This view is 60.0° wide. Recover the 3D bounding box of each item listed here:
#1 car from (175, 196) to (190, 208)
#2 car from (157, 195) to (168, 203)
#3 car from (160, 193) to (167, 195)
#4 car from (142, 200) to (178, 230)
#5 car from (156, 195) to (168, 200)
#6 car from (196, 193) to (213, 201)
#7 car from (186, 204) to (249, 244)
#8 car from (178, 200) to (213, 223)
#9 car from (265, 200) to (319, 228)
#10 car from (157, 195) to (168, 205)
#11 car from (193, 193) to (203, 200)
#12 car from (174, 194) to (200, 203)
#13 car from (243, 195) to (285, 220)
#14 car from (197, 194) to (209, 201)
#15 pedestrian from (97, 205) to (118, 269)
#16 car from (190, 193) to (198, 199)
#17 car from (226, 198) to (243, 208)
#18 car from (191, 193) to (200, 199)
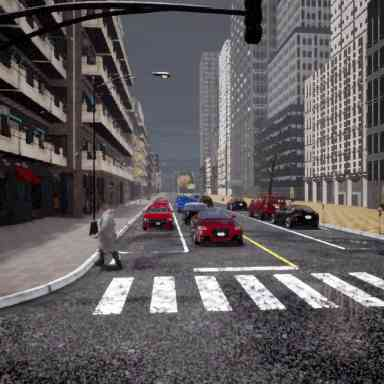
[{"bbox_3d":[-1.365,1.256,44.612,1.837,1.490,4.892,0,0,-4],"label":"car"},{"bbox_3d":[-5.143,1.251,58.543,1.947,1.339,4.313,0,0,-5],"label":"car"},{"bbox_3d":[-4.234,1.267,47.364,1.752,1.417,4.829,0,0,-5],"label":"car"},{"bbox_3d":[-2.010,1.433,20.011,1.887,1.381,4.507,0,0,-5],"label":"car"},{"bbox_3d":[-3.353,1.343,36.524,1.887,1.381,4.507,0,0,-5],"label":"car"},{"bbox_3d":[1.728,1.250,44.787,1.837,1.490,4.892,0,0,-4],"label":"car"},{"bbox_3d":[0.980,1.476,15.108,1.994,1.385,4.181,0,0,-5],"label":"car"},{"bbox_3d":[0.271,1.463,23.859,1.895,1.301,4.718,0,0,-5],"label":"car"},{"bbox_3d":[6.342,1.436,20.689,1.947,1.339,4.313,0,0,-5],"label":"car"},{"bbox_3d":[-4.682,1.239,52.870,1.752,1.417,4.829,0,0,-5],"label":"car"},{"bbox_3d":[1.421,1.008,81.239,1.967,1.590,4.097,0,0,-5],"label":"car"},{"bbox_3d":[-0.563,1.284,34.229,1.882,1.535,5.008,0,0,-4],"label":"car"},{"bbox_3d":[5.896,1.154,26.193,2.192,1.841,5.009,0,0,-5],"label":"car"},{"bbox_3d":[2.315,1.181,70.231,1.947,1.339,4.313,0,0,-5],"label":"car"},{"bbox_3d":[-2.415,1.245,9.520,0.375,1.860,0.375,0,0,-5],"label":"pedestrian"},{"bbox_3d":[0.526,1.071,92.250,2.008,1.369,4.403,0,0,-5],"label":"car"},{"bbox_3d":[5.000,1.346,37.202,1.947,1.339,4.313,0,0,-5],"label":"car"},{"bbox_3d":[0.973,1.095,86.745,2.008,1.369,4.403,0,0,-5],"label":"car"}]
